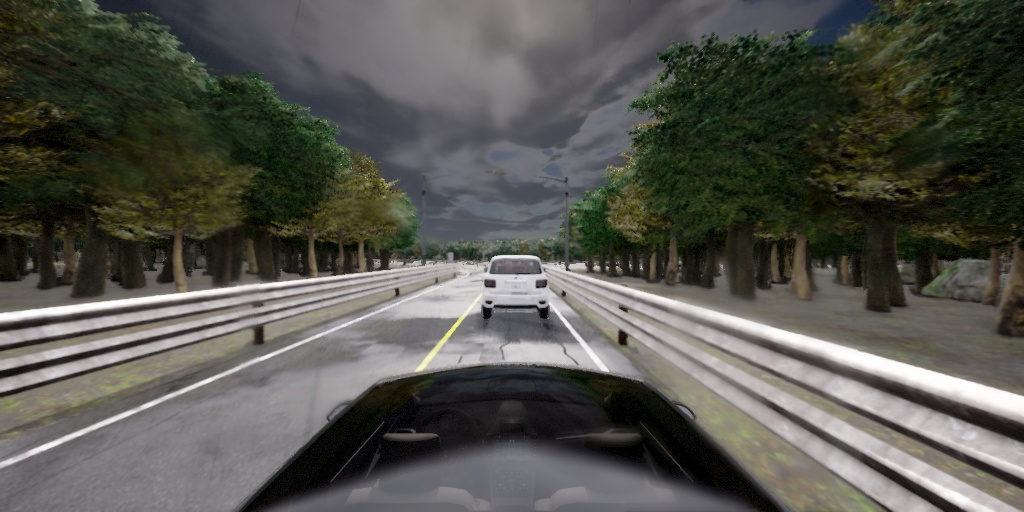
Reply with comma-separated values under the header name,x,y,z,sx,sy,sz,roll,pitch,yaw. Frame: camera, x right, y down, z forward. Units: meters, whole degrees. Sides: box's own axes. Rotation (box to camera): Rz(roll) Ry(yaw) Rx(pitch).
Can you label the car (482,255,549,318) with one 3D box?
name,x,y,z,sx,sy,sz,roll,pitch,yaw
car,0.114,1.009,13.349,2.150,2.045,5.566,0,0,0
